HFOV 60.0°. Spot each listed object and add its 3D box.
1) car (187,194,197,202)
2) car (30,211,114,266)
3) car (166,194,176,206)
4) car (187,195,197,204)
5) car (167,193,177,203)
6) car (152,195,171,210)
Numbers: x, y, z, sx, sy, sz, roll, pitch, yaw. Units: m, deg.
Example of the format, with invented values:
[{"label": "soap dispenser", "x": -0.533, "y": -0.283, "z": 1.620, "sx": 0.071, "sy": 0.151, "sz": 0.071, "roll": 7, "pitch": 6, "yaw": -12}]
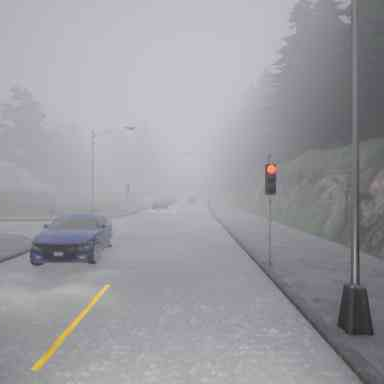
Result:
[{"label": "car", "x": -0.049, "y": 1.355, "z": 73.585, "sx": 2.097, "sy": 1.767, "sz": 4.553, "roll": 0, "pitch": 0, "yaw": 0}, {"label": "car", "x": -3.995, "y": 1.478, "z": 11.853, "sx": 1.882, "sy": 1.535, "sz": 5.008, "roll": 1, "pitch": 0, "yaw": -6}, {"label": "car", "x": -4.128, "y": 1.478, "z": 53.746, "sx": 1.882, "sy": 1.535, "sz": 5.008, "roll": 0, "pitch": 0, "yaw": 0}, {"label": "car", "x": 0.056, "y": 1.478, "z": 63.492, "sx": 1.882, "sy": 1.535, "sz": 5.008, "roll": 0, "pitch": 0, "yaw": 0}, {"label": "car", "x": -4.086, "y": 1.221, "z": 64.426, "sx": 2.150, "sy": 2.045, "sz": 5.566, "roll": 0, "pitch": 0, "yaw": 0}, {"label": "car", "x": -4.115, "y": 1.526, "z": 43.455, "sx": 1.812, "sy": 1.442, "sz": 4.674, "roll": 0, "pitch": 0, "yaw": 0}]
